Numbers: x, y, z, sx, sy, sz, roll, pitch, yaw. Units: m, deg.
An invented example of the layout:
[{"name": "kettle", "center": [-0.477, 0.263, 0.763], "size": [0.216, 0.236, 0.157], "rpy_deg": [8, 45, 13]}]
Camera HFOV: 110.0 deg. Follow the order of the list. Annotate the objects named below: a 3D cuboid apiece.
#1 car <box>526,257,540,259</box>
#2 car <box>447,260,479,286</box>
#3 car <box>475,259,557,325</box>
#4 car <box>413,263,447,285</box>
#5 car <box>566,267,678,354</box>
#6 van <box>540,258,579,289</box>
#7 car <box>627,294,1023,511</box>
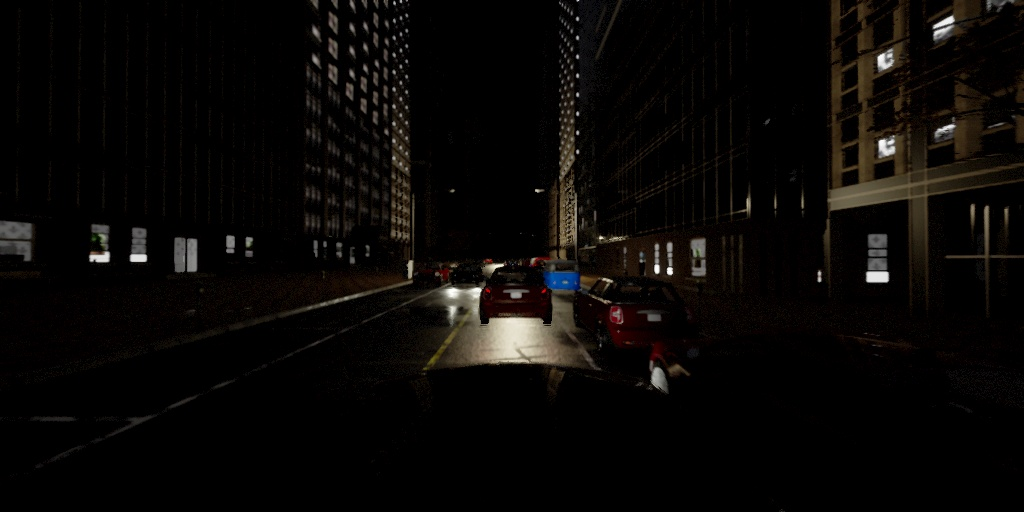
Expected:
[{"name": "car", "center": [2.685, 1.086, 31.299], "size": [2.192, 1.841, 5.009], "rpy_deg": [0, 0, 0]}, {"name": "car", "center": [-3.098, 1.245, 25.570], "size": [1.882, 1.535, 5.008], "rpy_deg": [0, 0, 0]}, {"name": "car", "center": [0.079, 1.110, 12.033], "size": [2.097, 1.767, 4.553], "rpy_deg": [0, 0, -1]}, {"name": "car", "center": [-5.694, 1.208, 25.627], "size": [1.967, 1.591, 4.097], "rpy_deg": [0, 0, 0]}, {"name": "car", "center": [2.690, 1.195, 8.733], "size": [1.967, 1.591, 4.097], "rpy_deg": [0, 0, 0]}, {"name": "van", "center": [2.687, 1.105, 20.015], "size": [1.690, 1.789, 3.998], "rpy_deg": [0, 0, 0]}, {"name": "car", "center": [2.690, 1.296, 3.091], "size": [1.888, 1.381, 4.507], "rpy_deg": [0, 0, 0]}]
